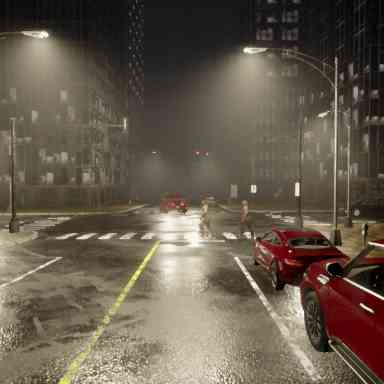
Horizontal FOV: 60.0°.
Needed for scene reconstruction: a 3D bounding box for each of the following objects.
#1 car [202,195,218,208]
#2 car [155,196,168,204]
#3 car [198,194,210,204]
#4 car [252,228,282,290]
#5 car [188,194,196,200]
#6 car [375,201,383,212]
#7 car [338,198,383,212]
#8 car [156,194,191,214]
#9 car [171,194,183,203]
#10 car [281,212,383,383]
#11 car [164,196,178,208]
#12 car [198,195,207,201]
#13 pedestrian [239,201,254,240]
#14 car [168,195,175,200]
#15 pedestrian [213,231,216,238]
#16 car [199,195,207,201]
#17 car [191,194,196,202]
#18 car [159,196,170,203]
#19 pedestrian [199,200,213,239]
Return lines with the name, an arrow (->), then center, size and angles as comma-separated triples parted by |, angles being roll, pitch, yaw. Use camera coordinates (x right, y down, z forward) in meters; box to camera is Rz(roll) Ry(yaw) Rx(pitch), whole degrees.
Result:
car -> 2.808, 1.495, 48.331 | 1.752, 1.417, 4.829 | -1, 0, 0
car -> -5.837, 1.517, 63.962 | 1.947, 1.339, 4.313 | -1, 0, 0
car -> 2.715, 1.267, 63.412 | 2.192, 1.841, 5.009 | -1, 0, 0
car -> 2.679, 1.578, 8.793 | 1.802, 1.307, 4.206 | -1, 0, 0
car -> 0.003, 1.232, 84.229 | 1.882, 1.535, 5.008 | 0, 0, 0
car -> 16.129, 1.537, 24.069 | 4.313, 1.339, 1.947 | 0, 1, -5
car -> 15.651, 1.356, 29.844 | 4.892, 1.490, 1.837 | 0, 1, -5
car -> -2.020, 1.163, 34.448 | 2.150, 2.045, 5.566 | 0, -2, -14
car -> -3.026, 1.300, 66.346 | 2.097, 1.767, 4.553 | 0, 0, 0
car -> 2.672, 1.314, 3.168 | 2.192, 1.841, 5.009 | -1, 0, 0
car -> -3.092, 1.445, 49.889 | 1.882, 1.535, 5.008 | 0, 0, 0
car -> 2.682, 1.469, 86.595 | 2.008, 1.369, 4.403 | -1, 0, 0
pedestrian -> 2.475, 1.286, 15.274 | 0.375, 1.860, 0.375 | -1, 1, 0
car -> -5.665, 1.491, 92.331 | 1.802, 1.307, 4.206 | -1, 0, 0
pedestrian -> 0.868, 1.665, 16.583 | 0.500, 1.100, 0.500 | -1, 1, 0
car -> 2.681, 1.493, 80.922 | 1.947, 1.339, 4.313 | -1, 0, 0
car -> 0.003, 1.524, 74.255 | 1.895, 1.301, 4.718 | 0, 0, 0
car -> -5.667, 1.509, 69.636 | 1.947, 1.339, 4.313 | -1, 0, 0
pedestrian -> 0.681, 1.286, 15.950 | 0.375, 1.860, 0.375 | -1, 1, 0
